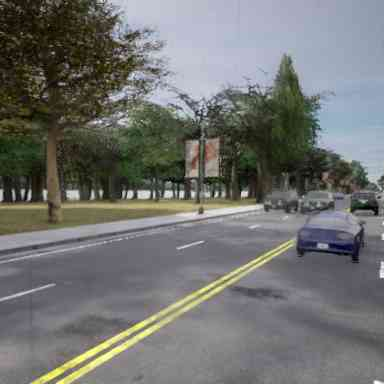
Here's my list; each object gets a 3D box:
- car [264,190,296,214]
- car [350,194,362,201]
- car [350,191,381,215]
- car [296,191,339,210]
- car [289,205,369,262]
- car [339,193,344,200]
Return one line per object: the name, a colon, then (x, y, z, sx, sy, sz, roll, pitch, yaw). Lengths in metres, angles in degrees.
car: (8.469, 0.871, 31.001, 2.150, 2.045, 5.566, 1, 1, 30)
car: (32.144, 1.016, 65.162, 1.895, 1.301, 4.718, 1, 1, 30)
car: (15.609, 0.936, 29.987, 2.150, 2.045, 5.566, 1, 1, 30)
car: (11.006, 0.914, 28.904, 2.150, 2.045, 5.566, 1, 1, 30)
car: (4.977, 1.393, 11.681, 1.812, 1.442, 4.674, 1, 1, 30)
car: (29.344, 0.859, 66.808, 1.882, 1.535, 5.008, 1, 1, 30)
